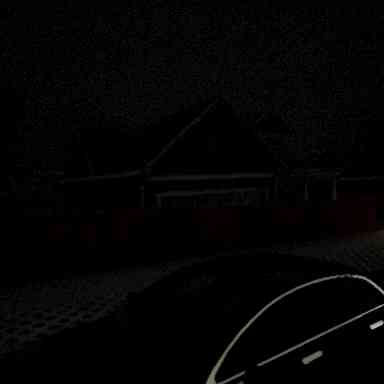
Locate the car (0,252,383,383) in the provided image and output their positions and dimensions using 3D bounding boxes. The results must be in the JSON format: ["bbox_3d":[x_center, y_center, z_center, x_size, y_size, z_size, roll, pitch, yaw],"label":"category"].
[{"bbox_3d":[0.483,1.481,3.304,4.892,1.490,1.837,-1,0,-34],"label":"car"}]
